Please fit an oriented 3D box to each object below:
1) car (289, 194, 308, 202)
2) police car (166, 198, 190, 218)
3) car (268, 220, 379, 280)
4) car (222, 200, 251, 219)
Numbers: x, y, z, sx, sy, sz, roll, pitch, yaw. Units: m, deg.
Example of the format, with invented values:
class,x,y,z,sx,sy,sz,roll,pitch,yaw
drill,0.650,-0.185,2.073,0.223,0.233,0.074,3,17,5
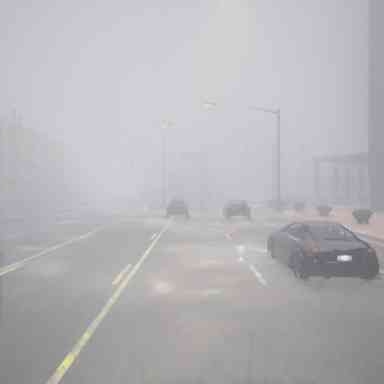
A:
class,x,y,z,sx,sy,sz,roll,pitch,yaw
car,21.404,1.137,66.796,5.008,1.535,1.882,0,0,-39
police car,-1.220,1.308,29.354,1.930,1.638,5.238,0,0,0
car,3.602,1.524,9.859,1.994,1.385,4.181,0,0,0
car,3.607,1.382,27.445,2.128,1.511,4.902,0,0,0
